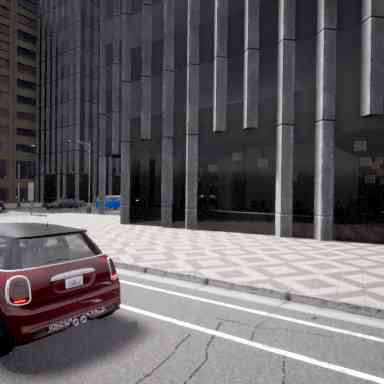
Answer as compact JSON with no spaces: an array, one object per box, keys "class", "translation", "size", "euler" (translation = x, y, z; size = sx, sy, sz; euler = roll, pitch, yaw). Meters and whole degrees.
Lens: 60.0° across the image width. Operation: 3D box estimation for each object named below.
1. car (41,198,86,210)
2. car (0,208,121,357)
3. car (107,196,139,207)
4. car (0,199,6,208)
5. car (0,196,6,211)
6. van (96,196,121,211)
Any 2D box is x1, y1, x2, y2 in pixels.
[{"class":"car","translation":[-15.955,1.461,41.608],"size":[2.033,1.411,5.357],"euler":[1,1,36]},{"class":"car","translation":[-3.474,1.349,6.155],"size":[4.553,1.767,2.097],"euler":[0,0,35]},{"class":"car","translation":[-10.208,1.428,49.578],"size":[1.812,1.442,4.674],"euler":[1,1,36]},{"class":"car","translation":[-21.542,1.278,33.785],"size":[2.097,1.767,4.553],"euler":[1,1,35]},{"class":"car","translation":[-22.972,1.324,36.432],"size":[1.967,1.590,4.097],"euler":[1,1,36]},{"class":"van","translation":[-9.689,1.339,40.271],"size":[1.690,1.788,3.998],"euler":[1,1,36]}]
